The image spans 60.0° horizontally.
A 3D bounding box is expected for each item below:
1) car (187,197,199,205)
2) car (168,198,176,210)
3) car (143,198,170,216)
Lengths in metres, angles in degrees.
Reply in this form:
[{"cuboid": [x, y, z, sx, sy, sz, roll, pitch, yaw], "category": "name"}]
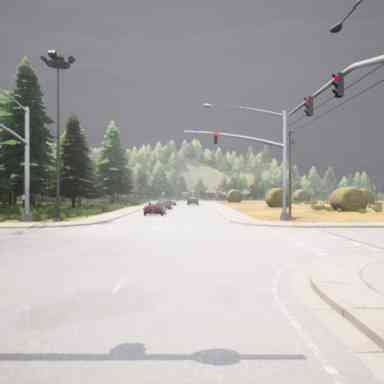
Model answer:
[{"cuboid": [0.144, 1.508, 57.499, 1.812, 1.442, 4.674, 0, 0, 0], "category": "car"}, {"cuboid": [-3.554, 1.534, 43.111, 2.033, 1.411, 5.357, 0, 0, 0], "category": "car"}, {"cuboid": [-3.567, 1.591, 32.435, 1.895, 1.301, 4.718, 0, 0, 0], "category": "car"}]
